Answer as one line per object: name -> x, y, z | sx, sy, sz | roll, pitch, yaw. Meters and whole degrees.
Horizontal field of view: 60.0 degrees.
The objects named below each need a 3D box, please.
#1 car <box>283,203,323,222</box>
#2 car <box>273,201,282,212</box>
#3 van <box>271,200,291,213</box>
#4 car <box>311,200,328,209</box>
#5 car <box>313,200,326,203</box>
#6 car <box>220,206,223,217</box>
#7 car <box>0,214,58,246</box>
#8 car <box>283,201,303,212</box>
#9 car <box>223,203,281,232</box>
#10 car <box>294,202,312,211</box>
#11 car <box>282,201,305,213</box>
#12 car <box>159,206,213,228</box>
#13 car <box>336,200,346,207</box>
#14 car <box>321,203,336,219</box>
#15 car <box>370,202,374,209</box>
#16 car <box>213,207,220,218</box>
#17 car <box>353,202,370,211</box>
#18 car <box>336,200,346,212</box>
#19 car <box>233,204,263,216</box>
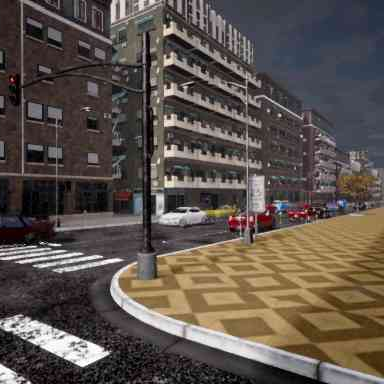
car -> 10.555, 2.032, 31.486 | 1.887, 1.381, 4.507 | -2, -2, 35
car -> 10.192, 2.289, 45.505 | 1.887, 1.381, 4.507 | -2, -2, 35
van -> 13.421, 2.174, 50.145 | 1.690, 1.788, 3.998 | -2, -2, 35
car -> 26.342, 2.501, 68.685 | 2.192, 1.841, 5.009 | -2, -2, 35
car -> 17.621, 2.267, 46.077 | 1.837, 1.490, 4.892 | -1, -1, 35
car -> 3.635, 2.091, 36.096 | 1.752, 1.417, 4.829 | -2, -2, 35
car -> -8.518, 1.663, 14.157 | 2.033, 1.411, 5.357 | 0, -2, 35
car -> 16.652, 2.361, 54.777 | 1.967, 1.590, 4.097 | -2, -2, 35
car -> 4.093, 1.751, 22.219 | 1.967, 1.590, 4.097 | -2, -2, 35
car -> 19.884, 2.554, 59.409 | 1.887, 1.381, 4.507 | -2, -2, 35
car -> 14.286, 2.319, 46.753 | 2.033, 1.411, 5.357 | -1, -1, 35
car -> -0.555, 1.894, 25.591 | 1.812, 1.442, 4.674 | -1, -1, 35
car -> 39.166, 2.883, 87.162 | 1.690, 1.788, 3.998 | -2, -2, 35
car -> 13.786, 2.141, 36.120 | 1.947, 1.339, 4.313 | -2, -2, 35
car -> 36.397, 2.745, 68.563 | 2.008, 1.369, 4.403 | -2, -2, 35
car -> 0.404, 2.002, 31.462 | 1.752, 1.417, 4.829 | -2, -2, 35
car -> 29.937, 2.583, 59.293 | 1.947, 1.339, 4.313 | -2, -2, 35
car -> 23.425, 2.468, 54.417 | 2.033, 1.411, 5.357 | -1, -1, 36
car -> 6.963, 2.222, 40.870 | 1.947, 1.339, 4.313 | -2, -2, 35
